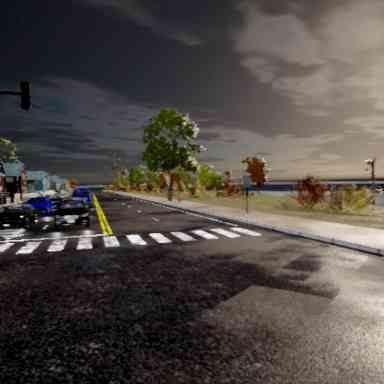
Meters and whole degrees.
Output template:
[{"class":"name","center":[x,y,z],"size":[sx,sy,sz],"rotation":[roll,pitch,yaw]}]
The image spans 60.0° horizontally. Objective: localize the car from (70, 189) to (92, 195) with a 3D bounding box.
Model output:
[{"class":"car","center":[-12.692,0.665,38.228],"size":[2.150,2.045,5.566],"rotation":[-2,1,-17]}]

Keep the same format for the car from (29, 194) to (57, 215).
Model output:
[{"class":"car","center":[-13.068,1.154,28.367],"size":[1.882,1.535,5.008],"rotation":[-2,1,-17]}]

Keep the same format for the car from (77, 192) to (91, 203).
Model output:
[{"class":"car","center":[-16.238,0.802,49.985],"size":[1.812,1.442,4.674],"rotation":[-2,1,-16]}]

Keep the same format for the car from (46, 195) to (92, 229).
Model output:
[{"class":"car","center":[-6.968,1.208,19.528],"size":[2.128,1.511,4.902],"rotation":[-2,1,-17]}]

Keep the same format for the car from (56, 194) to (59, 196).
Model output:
[{"class":"car","center":[-16.093,1.024,38.294],"size":[2.128,1.511,4.902],"rotation":[-2,1,-17]}]

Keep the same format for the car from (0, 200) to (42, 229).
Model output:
[{"class":"car","center":[-10.389,1.406,19.616],"size":[1.895,1.301,4.718],"rotation":[-2,1,-17]}]
